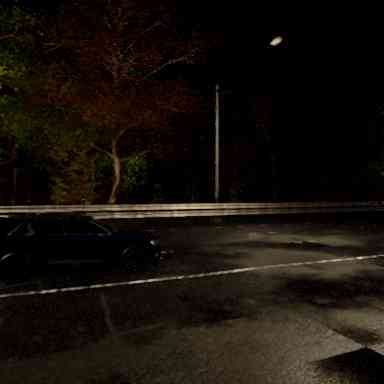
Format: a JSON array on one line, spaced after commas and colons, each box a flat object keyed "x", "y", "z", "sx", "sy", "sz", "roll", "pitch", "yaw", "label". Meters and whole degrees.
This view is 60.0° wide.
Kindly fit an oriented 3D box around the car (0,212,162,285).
[{"x": -3.278, "y": 1.397, "z": 9.284, "sx": 4.856, "sy": 1.649, "sz": 2.033, "roll": 0, "pitch": 0, "yaw": -23, "label": "car"}]
